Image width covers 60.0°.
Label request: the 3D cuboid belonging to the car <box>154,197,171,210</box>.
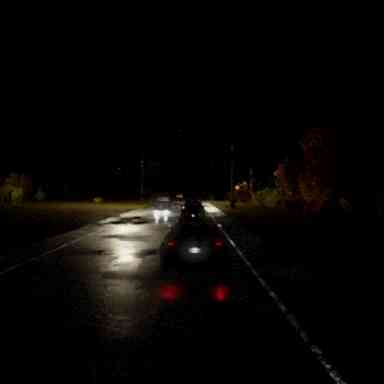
[{"bbox_3d":[-3.599,1.391,41.244,2.128,1.511,4.902,0,0,0],"label":"car"}]

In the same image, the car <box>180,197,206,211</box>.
[{"bbox_3d":[0.081,1.436,26.740,1.837,1.490,4.892,0,0,0],"label":"car"}]

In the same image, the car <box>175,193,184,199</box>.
[{"bbox_3d":[-3.469,1.157,90.353,1.882,1.535,5.008,0,0,0],"label":"car"}]

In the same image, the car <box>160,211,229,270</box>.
[{"bbox_3d":[0.081,1.535,10.962,1.994,1.385,4.181,0,0,0],"label":"car"}]
